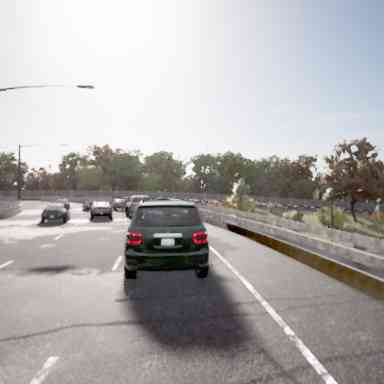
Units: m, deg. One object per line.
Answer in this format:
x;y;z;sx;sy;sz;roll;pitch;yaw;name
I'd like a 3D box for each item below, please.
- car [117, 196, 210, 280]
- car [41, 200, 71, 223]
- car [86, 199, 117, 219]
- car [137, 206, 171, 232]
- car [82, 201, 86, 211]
-0.800;1.261;10.276;2.150;2.045;5.566;0;0;-5;car
-10.860;1.642;26.649;1.812;1.442;4.674;0;0;-15;car
-8.286;1.619;30.267;2.128;1.511;4.902;0;0;-17;car
-2.584;1.688;21.626;1.895;1.301;4.718;0;0;-11;car
-13.184;1.785;43.429;1.895;1.301;4.718;0;0;-24;car
